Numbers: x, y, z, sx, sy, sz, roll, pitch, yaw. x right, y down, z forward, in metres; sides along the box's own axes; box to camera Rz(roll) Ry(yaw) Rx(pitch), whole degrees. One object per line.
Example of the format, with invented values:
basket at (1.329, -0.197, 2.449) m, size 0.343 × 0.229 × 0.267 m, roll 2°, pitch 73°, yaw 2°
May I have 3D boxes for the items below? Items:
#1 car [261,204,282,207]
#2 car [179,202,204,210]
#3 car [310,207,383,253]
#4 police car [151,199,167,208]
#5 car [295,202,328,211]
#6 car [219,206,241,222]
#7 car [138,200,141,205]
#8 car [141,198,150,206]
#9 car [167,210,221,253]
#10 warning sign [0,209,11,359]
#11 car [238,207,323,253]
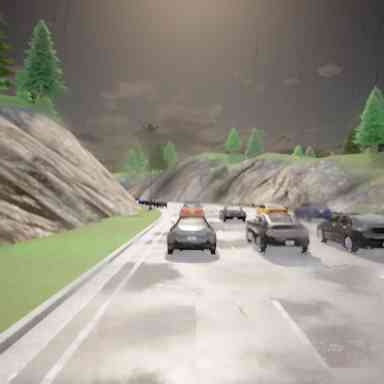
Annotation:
car at (6.962, 1.755, 29.451) m, size 1.882 × 1.535 × 5.008 m, roll 0°, pitch 0°, yaw -1°
car at (-0.030, 1.623, 28.938) m, size 2.097 × 1.767 × 4.553 m, roll 0°, pitch -1°, yaw -1°
car at (7.000, 1.643, 14.300) m, size 1.837 × 1.490 × 4.892 m, roll 0°, pitch 0°, yaw 0°
police car at (-5.825, 1.998, 60.817) m, size 1.930 × 1.638 × 5.238 m, roll 0°, pitch -1°, yaw -16°
car at (10.469, 1.624, 29.106) m, size 2.097 × 1.767 × 4.553 m, roll 0°, pitch -1°, yaw -1°
car at (3.470, 1.874, 29.015) m, size 1.895 × 1.301 × 4.718 m, roll 0°, pitch 0°, yaw -1°
car at (-10.689, 2.182, 74.701) m, size 1.882 × 1.535 × 5.008 m, roll 0°, pitch -1°, yaw -23°
car at (-8.659, 2.161, 69.524) m, size 1.837 × 1.490 × 4.892 m, roll 0°, pitch -1°, yaw -20°
car at (0.000, 1.700, 14.293) m, size 1.994 × 1.385 × 4.181 m, roll 0°, pitch 0°, yaw 0°
warning sign at (-3.051, 1.153, 3.863) m, size 1.300 × 1.860 × 1.060 m, roll 0°, pitch -1°, yaw 0°
car at (3.500, 1.628, 14.286) m, size 2.128 × 1.511 × 4.902 m, roll 0°, pitch 0°, yaw 0°
